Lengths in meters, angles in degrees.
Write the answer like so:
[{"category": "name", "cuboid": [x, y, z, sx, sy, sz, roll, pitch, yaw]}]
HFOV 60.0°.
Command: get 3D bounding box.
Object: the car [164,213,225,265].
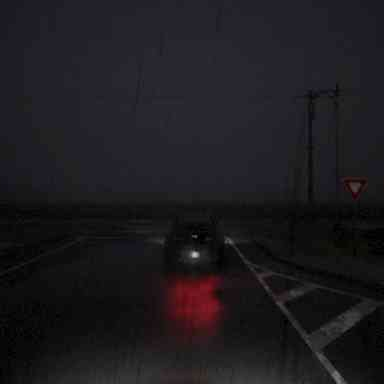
[{"category": "car", "cuboid": [0.086, 1.511, 11.710, 1.837, 1.490, 4.892, 0, 0, 0]}]
